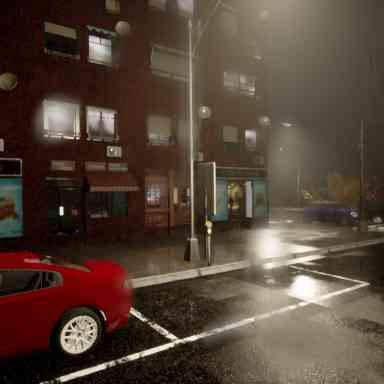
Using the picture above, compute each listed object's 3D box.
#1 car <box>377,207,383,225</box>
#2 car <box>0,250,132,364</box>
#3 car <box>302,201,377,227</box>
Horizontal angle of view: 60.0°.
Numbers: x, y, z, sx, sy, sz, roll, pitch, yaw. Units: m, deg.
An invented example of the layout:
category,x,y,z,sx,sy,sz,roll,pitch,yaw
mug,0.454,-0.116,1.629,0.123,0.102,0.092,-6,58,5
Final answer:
category,x,y,z,sx,sy,sz,roll,pitch,yaw
car,13.156,1.573,25.702,1.882,1.535,5.008,-1,0,-35
car,-3.046,1.545,4.401,4.507,1.381,1.887,0,-1,-35
car,10.326,1.490,24.011,2.097,1.767,4.553,-1,0,-34
